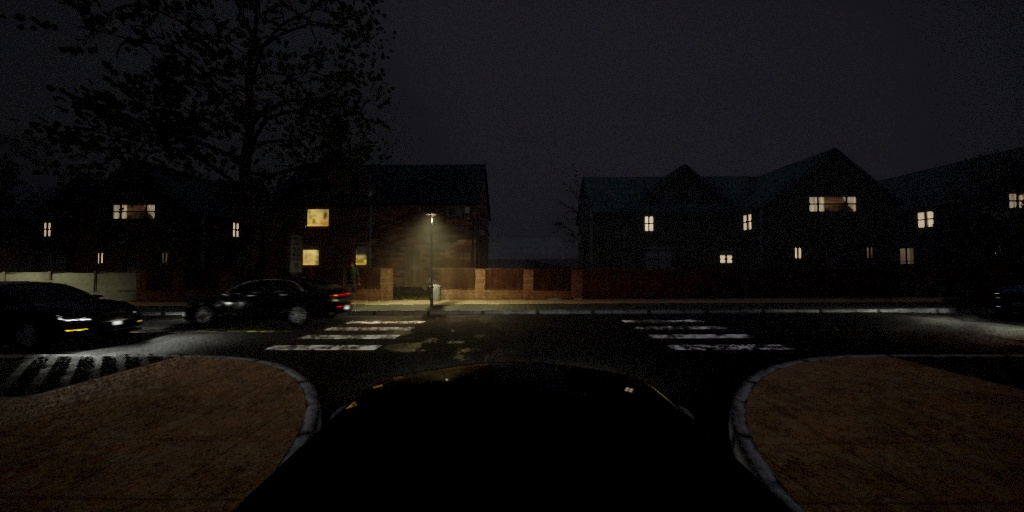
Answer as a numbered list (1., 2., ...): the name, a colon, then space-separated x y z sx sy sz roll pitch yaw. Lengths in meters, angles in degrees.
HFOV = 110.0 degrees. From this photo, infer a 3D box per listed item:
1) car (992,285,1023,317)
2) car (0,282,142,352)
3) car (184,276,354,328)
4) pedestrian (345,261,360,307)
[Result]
1. car: 17.723 1.160 10.736 5.008 1.535 1.882 0 -1 2
2. car: -11.923 1.381 8.711 4.892 1.490 1.837 -1 -1 2
3. car: -7.677 1.413 11.529 4.892 1.490 1.837 -1 -1 2
4. pedestrian: -6.447 1.113 14.410 0.375 1.860 0.375 0 -1 2
